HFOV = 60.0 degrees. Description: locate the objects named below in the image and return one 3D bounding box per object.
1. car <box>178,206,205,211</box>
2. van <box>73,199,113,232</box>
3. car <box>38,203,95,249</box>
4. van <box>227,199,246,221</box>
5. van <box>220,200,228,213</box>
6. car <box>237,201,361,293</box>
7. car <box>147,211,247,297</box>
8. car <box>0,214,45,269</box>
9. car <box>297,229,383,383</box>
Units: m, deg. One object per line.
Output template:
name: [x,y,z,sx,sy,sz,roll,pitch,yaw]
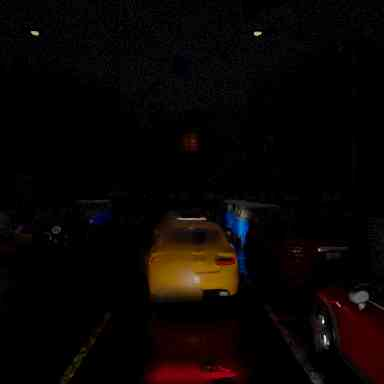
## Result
car: [-0.048,1.493,18.137,2.128,1.511,4.902,0,0,0]
van: [-5.865,1.343,19.638,1.690,1.788,3.998,0,0,0]
car: [-5.836,1.441,14.200,1.967,1.590,4.097,0,0,0]
van: [2.688,1.342,14.245,1.690,1.788,3.998,0,0,0]
van: [2.660,1.343,19.683,1.690,1.788,3.998,0,0,0]
car: [2.717,1.315,8.808,2.192,1.841,5.009,0,0,0]
car: [0.039,1.478,8.635,1.882,1.535,5.008,0,0,0]
car: [-5.807,1.526,8.593,1.752,1.417,4.829,0,0,0]
car: [2.746,1.440,3.370,1.967,1.590,4.097,0,0,0]
